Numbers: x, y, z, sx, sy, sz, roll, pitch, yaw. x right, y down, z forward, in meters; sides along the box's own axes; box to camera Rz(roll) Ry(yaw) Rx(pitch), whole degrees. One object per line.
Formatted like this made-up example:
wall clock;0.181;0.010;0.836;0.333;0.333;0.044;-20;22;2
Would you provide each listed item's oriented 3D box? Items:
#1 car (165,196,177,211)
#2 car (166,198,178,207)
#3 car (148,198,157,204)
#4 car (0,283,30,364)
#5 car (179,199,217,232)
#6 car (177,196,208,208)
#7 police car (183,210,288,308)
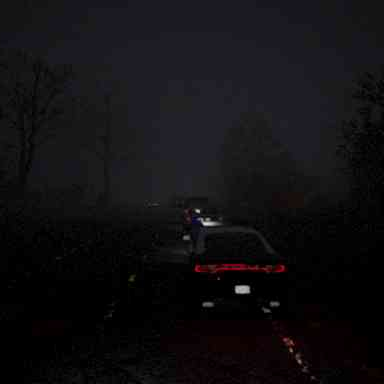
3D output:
car;-2.118;1.493;45.030;2.150;2.045;5.566;0;0;-5
car;-3.606;1.864;58.919;1.837;1.490;4.892;0;0;-8
car;-9.047;2.014;75.293;2.033;1.411;5.357;0;0;-9
car;-3.127;1.561;2.234;2.033;1.411;5.357;0;0;0
car;0.521;1.459;18.161;2.097;1.767;4.553;0;0;-2
car;0.244;1.368;24.244;2.150;2.045;5.566;0;0;-3
police car;0.813;1.475;8.256;1.930;1.638;5.238;0;0;-1
